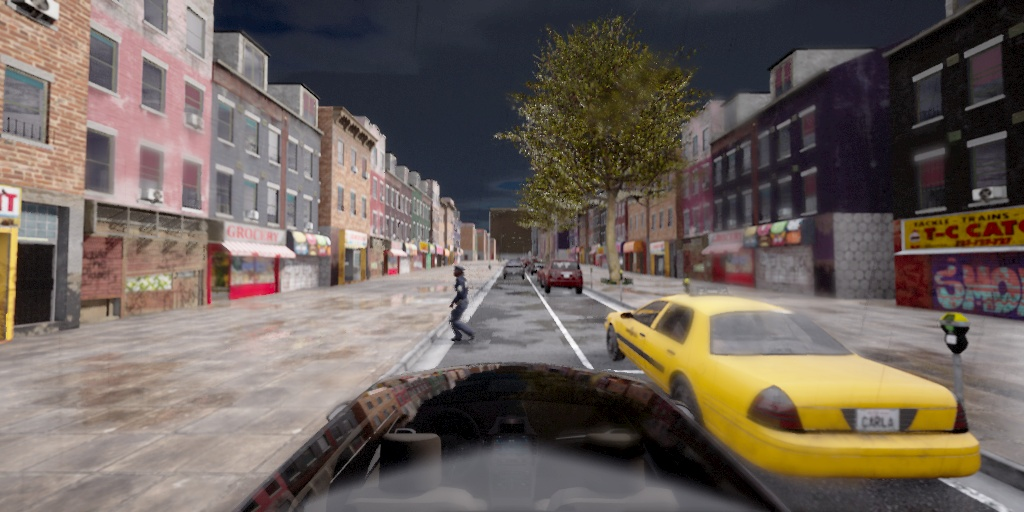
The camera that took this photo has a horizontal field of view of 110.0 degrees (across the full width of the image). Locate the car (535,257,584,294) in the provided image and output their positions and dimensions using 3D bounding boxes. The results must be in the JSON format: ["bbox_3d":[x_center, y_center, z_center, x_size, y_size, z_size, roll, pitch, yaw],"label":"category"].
[{"bbox_3d":[2.699,1.072,20.215,2.192,1.841,5.009,0,0,0],"label":"car"}]

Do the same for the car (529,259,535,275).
[{"bbox_3d":[2.754,1.272,36.887,1.948,1.339,4.313,0,0,0],"label":"car"}]

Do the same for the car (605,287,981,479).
[{"bbox_3d":[2.759,1.212,5.261,1.801,1.575,5.366,0,0,0],"label":"car"}]

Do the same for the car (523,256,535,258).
[{"bbox_3d":[2.808,0.936,53.550,2.192,1.841,5.009,0,0,0],"label":"car"}]

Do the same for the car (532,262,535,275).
[{"bbox_3d":[2.717,1.292,25.773,1.888,1.381,4.507,0,0,0],"label":"car"}]

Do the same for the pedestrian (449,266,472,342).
[{"bbox_3d":[-1.196,1.054,8.292,0.375,1.860,0.375,2,-2,0],"label":"pedestrian"}]

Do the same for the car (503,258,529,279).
[{"bbox_3d":[0.181,1.220,31.914,2.128,1.511,4.902,0,0,0],"label":"car"}]
